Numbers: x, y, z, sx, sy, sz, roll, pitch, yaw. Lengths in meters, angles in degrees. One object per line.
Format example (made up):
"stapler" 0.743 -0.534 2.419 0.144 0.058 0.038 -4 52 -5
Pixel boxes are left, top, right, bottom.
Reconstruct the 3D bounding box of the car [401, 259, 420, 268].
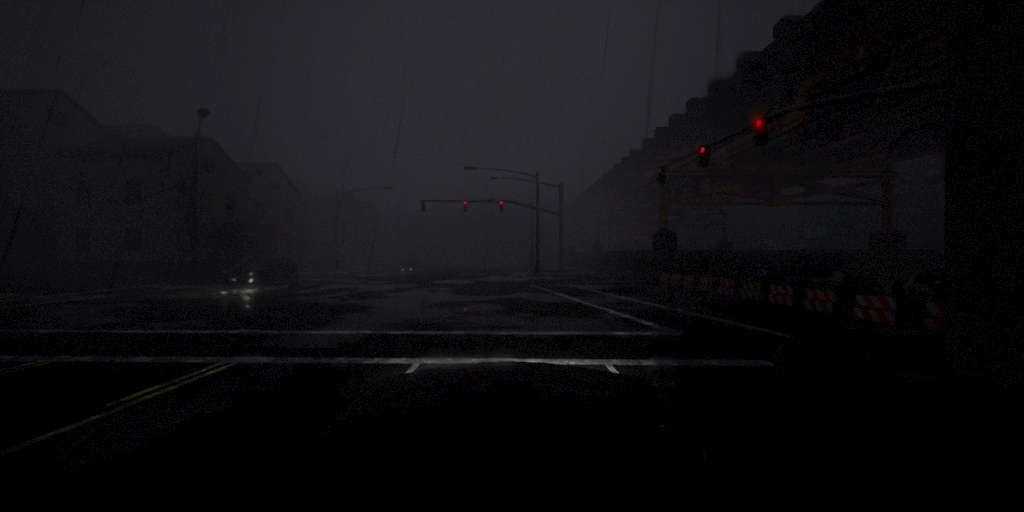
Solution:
"car" -16.661 1.226 59.273 2.033 1.411 5.357 0 0 1

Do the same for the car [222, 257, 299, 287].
"car" -17.480 1.120 25.333 2.150 2.045 5.566 0 1 0
